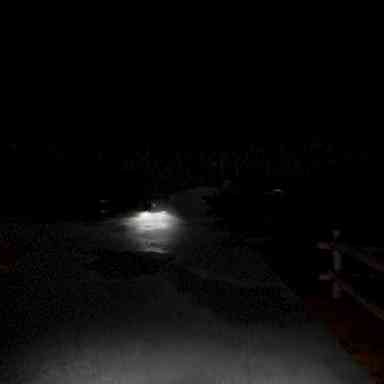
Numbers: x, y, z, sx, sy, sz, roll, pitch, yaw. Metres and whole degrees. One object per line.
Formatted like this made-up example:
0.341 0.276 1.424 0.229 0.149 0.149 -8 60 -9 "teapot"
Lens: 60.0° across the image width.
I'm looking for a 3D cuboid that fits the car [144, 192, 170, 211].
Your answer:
-2.970 0.739 28.709 2.128 1.511 4.902 0 1 0 "car"
